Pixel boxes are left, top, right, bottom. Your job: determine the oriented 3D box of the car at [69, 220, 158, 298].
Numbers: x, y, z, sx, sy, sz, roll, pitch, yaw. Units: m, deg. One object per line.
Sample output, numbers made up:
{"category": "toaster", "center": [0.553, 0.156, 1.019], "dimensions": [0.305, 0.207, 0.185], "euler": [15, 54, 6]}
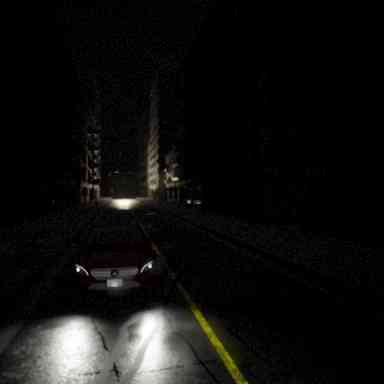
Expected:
{"category": "car", "center": [-2.005, 1.514, 8.762], "dimensions": [1.812, 1.442, 4.674], "euler": [0, 0, -12]}
